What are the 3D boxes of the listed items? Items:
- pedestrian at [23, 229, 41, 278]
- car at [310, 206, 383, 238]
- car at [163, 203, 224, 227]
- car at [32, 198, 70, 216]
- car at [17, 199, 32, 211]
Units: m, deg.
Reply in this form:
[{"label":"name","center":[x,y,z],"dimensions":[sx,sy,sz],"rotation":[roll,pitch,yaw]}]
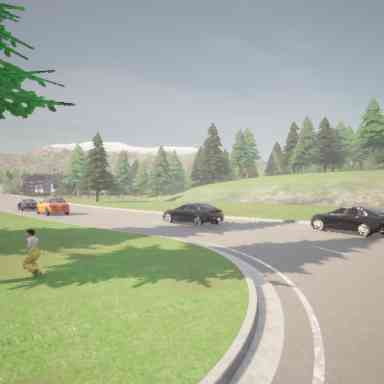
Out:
[{"label":"pedestrian","center":[-3.836,1.421,8.026],"dimensions":[0.375,1.300,0.375],"rotation":[0,0,6]},{"label":"car","center":[8.665,1.503,18.046],"dimensions":[1.837,1.490,4.892],"rotation":[1,-1,-26]},{"label":"car","center":[0.003,1.503,23.122],"dimensions":[4.892,1.490,1.837],"rotation":[0,0,45]},{"label":"car","center":[-13.879,1.350,32.981],"dimensions":[2.097,1.767,4.553],"rotation":[0,0,-40]},{"label":"car","center":[-19.908,1.545,40.354],"dimensions":[2.033,1.411,5.357],"rotation":[0,0,-34]}]
